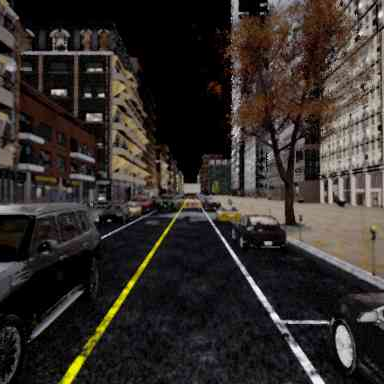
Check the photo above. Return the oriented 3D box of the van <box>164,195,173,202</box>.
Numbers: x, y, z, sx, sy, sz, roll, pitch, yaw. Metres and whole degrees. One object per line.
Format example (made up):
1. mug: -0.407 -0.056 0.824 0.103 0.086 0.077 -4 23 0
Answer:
1. van: -5.663 1.538 80.799 1.690 1.788 3.998 1 0 0

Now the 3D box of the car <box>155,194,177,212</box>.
1. car: -3.085 1.317 41.439 2.150 2.045 5.566 0 0 0

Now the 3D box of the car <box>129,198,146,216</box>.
1. car: -5.674 1.595 30.501 1.752 1.417 4.829 1 0 0

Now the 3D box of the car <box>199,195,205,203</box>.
1. car: 2.712 1.579 58.517 1.967 1.590 4.097 1 0 0

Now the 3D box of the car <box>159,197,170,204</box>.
1. car: -5.668 1.733 69.659 1.947 1.339 4.313 1 0 0

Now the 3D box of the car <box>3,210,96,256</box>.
1. car: -5.677 1.582 13.963 2.008 1.369 4.403 1 0 0

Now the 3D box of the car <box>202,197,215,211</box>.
1. car: 2.708 1.648 41.809 2.008 1.369 4.403 1 0 0

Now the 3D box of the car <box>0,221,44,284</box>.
1. car: -5.678 1.585 8.393 1.947 1.339 4.313 1 0 0

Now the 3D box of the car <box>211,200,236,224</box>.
1. car: 2.705 1.582 25.270 1.752 1.417 4.829 1 0 0

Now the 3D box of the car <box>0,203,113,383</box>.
1. car: -3.089 1.235 5.407 2.150 2.045 5.566 0 0 0

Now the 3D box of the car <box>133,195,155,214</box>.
1. car: -5.669 1.398 36.242 2.192 1.841 5.009 1 0 0

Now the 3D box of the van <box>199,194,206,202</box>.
1. van: 2.718 1.553 86.366 1.690 1.788 3.998 1 0 0

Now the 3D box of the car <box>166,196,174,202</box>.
1. car: -5.665 1.736 86.198 1.752 1.417 4.829 1 0 0

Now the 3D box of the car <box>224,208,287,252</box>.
1. car: 2.703 1.582 13.960 2.008 1.369 4.403 1 0 0

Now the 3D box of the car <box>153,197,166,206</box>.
1. car: -5.670 1.683 58.519 1.887 1.381 4.507 1 0 0

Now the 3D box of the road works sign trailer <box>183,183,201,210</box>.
1. road works sign trailer: 0.005 0.567 44.075 2.380 3.560 2.880 0 0 0

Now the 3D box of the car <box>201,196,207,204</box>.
1. car: 2.709 1.662 47.377 2.008 1.369 4.403 1 0 0

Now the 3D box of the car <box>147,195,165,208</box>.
1. car: -5.667 1.440 52.950 2.192 1.841 5.009 1 0 0

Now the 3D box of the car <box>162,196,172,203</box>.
1. car: -5.667 1.733 75.228 2.008 1.369 4.403 1 0 0

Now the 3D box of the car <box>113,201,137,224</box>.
1. car: -5.676 1.623 25.102 1.947 1.339 4.313 1 0 0

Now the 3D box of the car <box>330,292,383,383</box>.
1. car: 2.701 1.557 2.820 2.008 1.369 4.403 1 0 0
